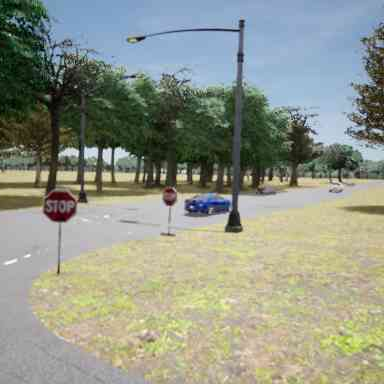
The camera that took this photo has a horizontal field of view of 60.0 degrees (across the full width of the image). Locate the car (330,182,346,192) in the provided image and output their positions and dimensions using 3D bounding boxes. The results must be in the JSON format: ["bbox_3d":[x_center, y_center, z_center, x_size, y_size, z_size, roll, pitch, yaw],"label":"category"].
[{"bbox_3d":[29.999,-1.037,68.941,2.150,2.045,5.566,4,4,29],"label":"car"}]

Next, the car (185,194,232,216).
[{"bbox_3d":[1.445,0.867,25.755,1.882,1.535,5.008,4,4,36],"label":"car"}]

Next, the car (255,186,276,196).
[{"bbox_3d":[11.465,-0.162,51.598,1.994,1.385,4.181,4,5,36],"label":"car"}]
